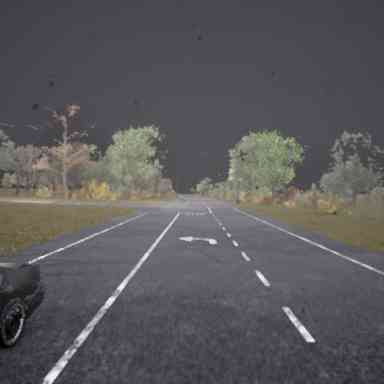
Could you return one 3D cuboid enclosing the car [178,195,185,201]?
[{"bbox_3d":[-2.701,1.603,86.486,1.837,1.490,4.892,0,0,0],"label":"car"}]

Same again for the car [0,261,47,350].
[{"bbox_3d":[-3.462,1.534,3.489,2.033,1.411,5.357,0,0,1],"label":"car"}]
